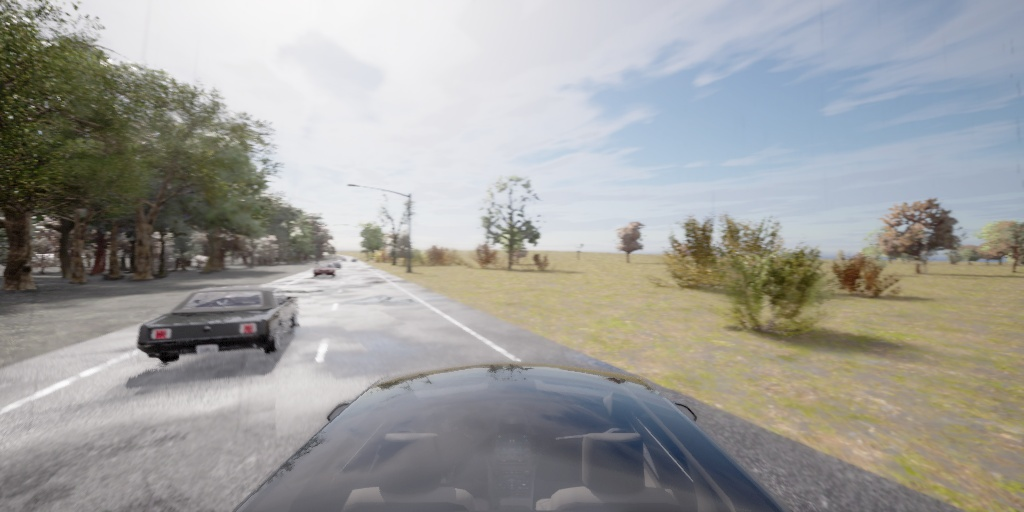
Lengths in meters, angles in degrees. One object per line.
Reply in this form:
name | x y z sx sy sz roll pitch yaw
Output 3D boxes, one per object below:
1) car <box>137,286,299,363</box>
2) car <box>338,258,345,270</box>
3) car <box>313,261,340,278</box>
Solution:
car | -6.236 1.352 8.310 1.895 1.301 4.718 1 0 -24
car | -28.177 1.465 57.089 1.994 1.385 4.181 1 0 -24
car | -18.529 1.442 35.640 1.895 1.301 4.718 1 0 -24
